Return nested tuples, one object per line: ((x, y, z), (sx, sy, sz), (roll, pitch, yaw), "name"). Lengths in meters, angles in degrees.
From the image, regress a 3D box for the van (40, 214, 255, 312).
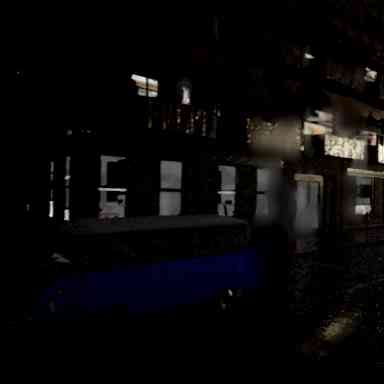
((-0.668, 1.349, 6.061), (3.998, 1.788, 1.690), (0, 1, -35), "van")

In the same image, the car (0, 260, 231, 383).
((-2.517, 1.544, 1.584), (5.357, 1.411, 2.033), (0, 0, -35), "car")
